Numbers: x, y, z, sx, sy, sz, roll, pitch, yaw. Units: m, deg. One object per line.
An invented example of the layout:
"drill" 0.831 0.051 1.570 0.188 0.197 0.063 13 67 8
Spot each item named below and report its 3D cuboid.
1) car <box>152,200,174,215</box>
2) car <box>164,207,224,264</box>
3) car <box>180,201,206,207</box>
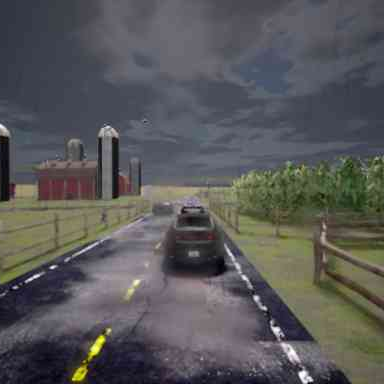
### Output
"car" -2.837 1.539 33.605 1.994 1.385 4.181 0 0 0
"car" 0.066 1.495 11.796 1.837 1.490 4.892 0 0 0
"car" 0.059 1.471 26.473 2.128 1.511 4.902 0 0 0
